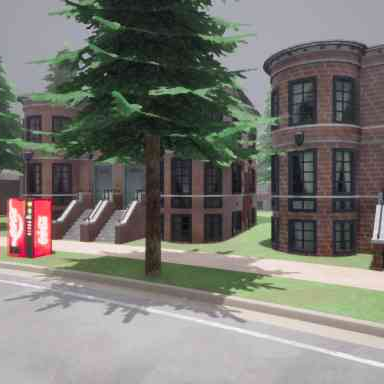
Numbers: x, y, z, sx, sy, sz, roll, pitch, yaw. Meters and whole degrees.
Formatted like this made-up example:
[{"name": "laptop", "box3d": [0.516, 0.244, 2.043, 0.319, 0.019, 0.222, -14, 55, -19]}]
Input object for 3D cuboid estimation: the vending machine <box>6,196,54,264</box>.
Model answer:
[{"name": "vending machine", "box3d": [-5.337, 1.195, 10.994, 0.880, 2.100, 1.100, 0, 0, 23]}]
